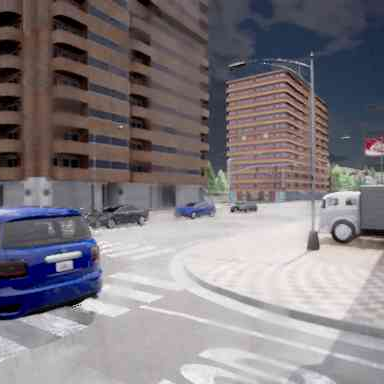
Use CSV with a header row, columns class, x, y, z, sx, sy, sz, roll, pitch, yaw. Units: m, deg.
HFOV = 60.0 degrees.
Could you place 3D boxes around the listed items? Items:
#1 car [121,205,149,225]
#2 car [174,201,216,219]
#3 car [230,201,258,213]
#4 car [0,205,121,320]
class,x,y,z,sx,sy,sz,roll,pitch,yaw
car,-5.135,1.674,23.382,1.837,1.490,4.892,0,0,35
car,0.348,1.647,31.109,1.882,1.535,5.008,0,0,36
car,6.160,1.733,39.225,1.994,1.385,4.181,0,0,36
car,-4.279,1.322,7.022,5.566,2.045,2.150,0,0,35
